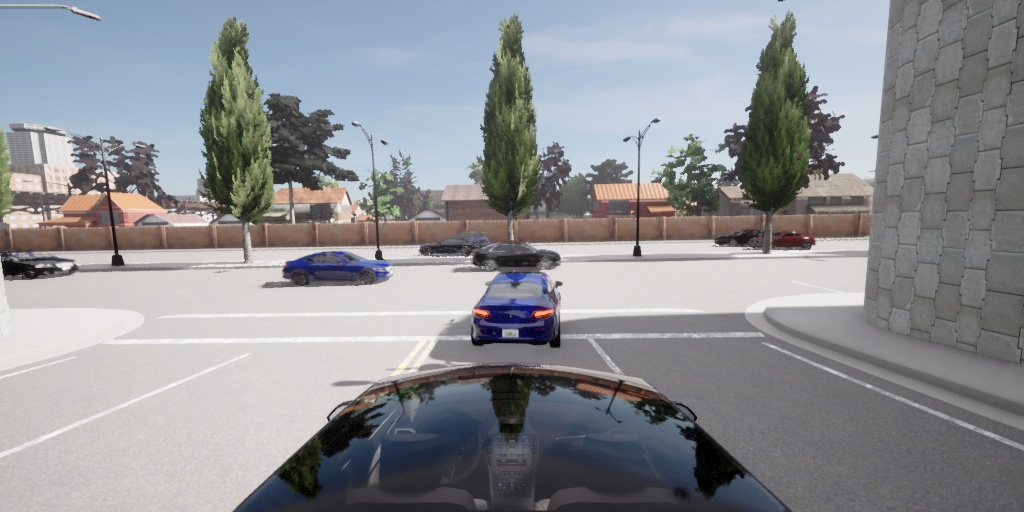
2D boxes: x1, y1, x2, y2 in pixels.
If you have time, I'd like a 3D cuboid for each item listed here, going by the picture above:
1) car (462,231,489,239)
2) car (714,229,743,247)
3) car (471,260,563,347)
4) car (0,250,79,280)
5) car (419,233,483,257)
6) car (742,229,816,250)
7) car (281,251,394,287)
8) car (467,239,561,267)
[{"bbox_3d":[-4.155,-1.303,31.337,4.553,1.767,2.097,-1,6,-1],"label":"car"},{"bbox_3d":[20.584,-1.624,31.645,5.008,1.535,1.882,-1,6,-1],"label":"car"},{"bbox_3d":[0.242,1.072,8.724,1.812,1.442,4.674,0,4,7],"label":"car"},{"bbox_3d":[-26.696,0.458,19.447,4.902,1.511,2.128,-1,6,-1],"label":"car"},{"bbox_3d":[-4.839,-0.754,27.867,4.674,1.442,1.812,-1,6,-1],"label":"car"},{"bbox_3d":[21.179,-1.222,28.162,4.674,1.442,1.812,-1,6,-1],"label":"car"},{"bbox_3d":[-7.803,0.501,16.195,4.674,1.442,1.812,-1,6,-1],"label":"car"},{"bbox_3d":[0.240,-0.021,19.771,4.892,1.490,1.837,-1,6,-1],"label":"car"}]
